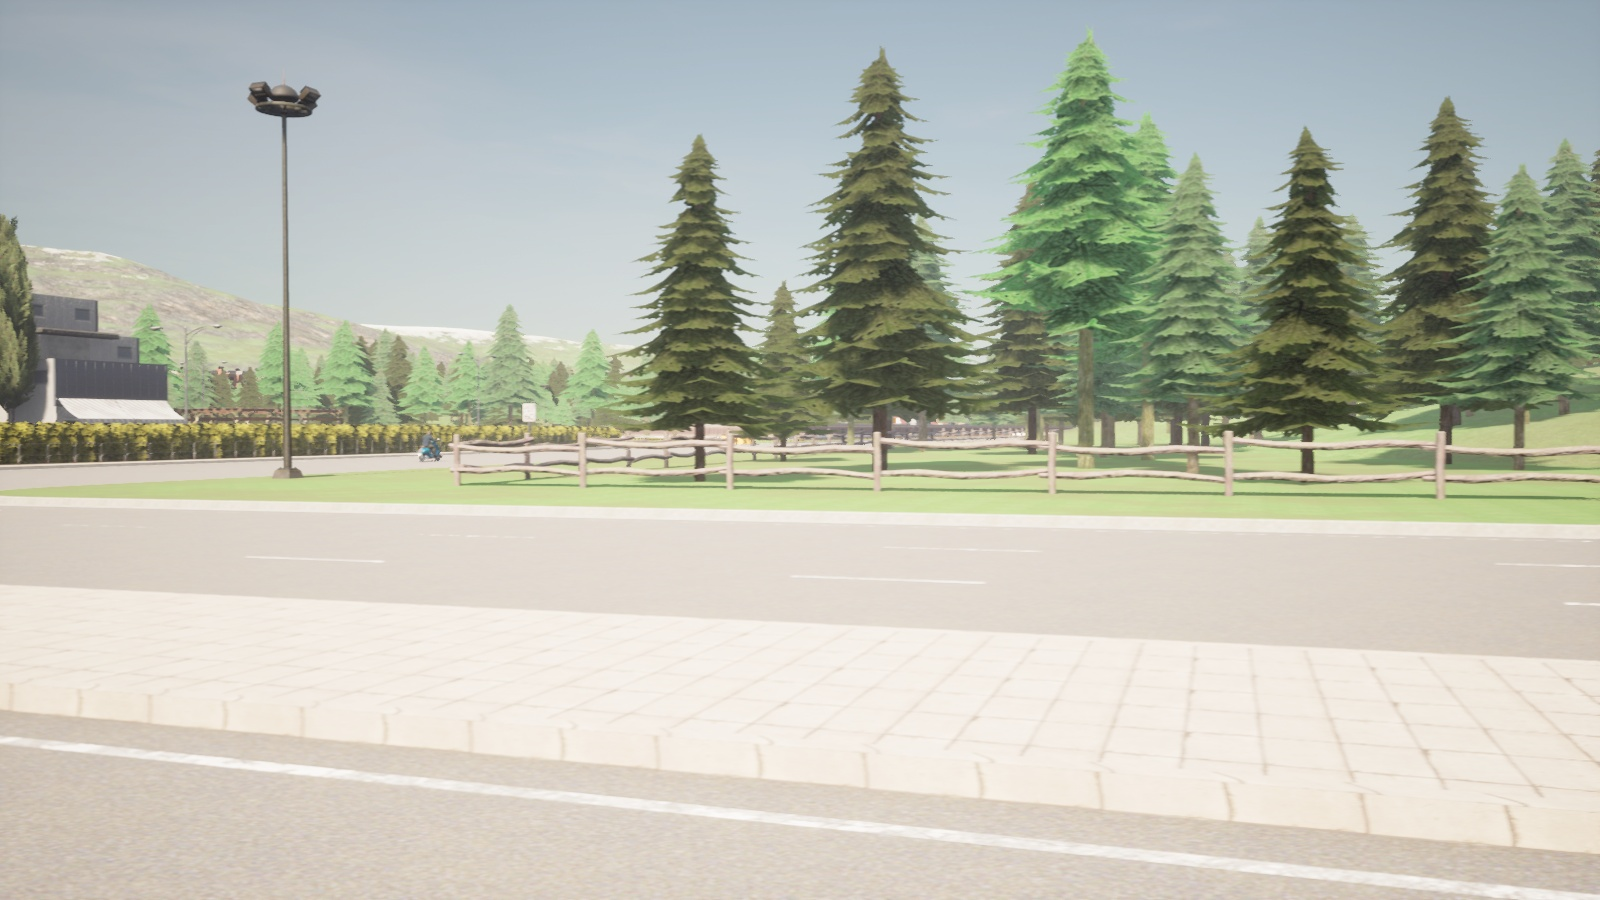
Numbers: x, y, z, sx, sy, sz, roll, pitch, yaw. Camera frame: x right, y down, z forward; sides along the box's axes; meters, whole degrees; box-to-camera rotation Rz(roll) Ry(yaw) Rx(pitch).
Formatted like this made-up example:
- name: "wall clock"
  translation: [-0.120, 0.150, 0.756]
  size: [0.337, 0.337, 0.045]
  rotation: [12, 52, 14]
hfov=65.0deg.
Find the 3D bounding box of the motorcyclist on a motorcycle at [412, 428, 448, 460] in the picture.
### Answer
- name: "motorcyclist on a motorcycle"
  translation: [-19.054, -0.328, 64.696]
  size: [0.866, 1.590, 1.817]
  rotation: [1, 1, 20]
